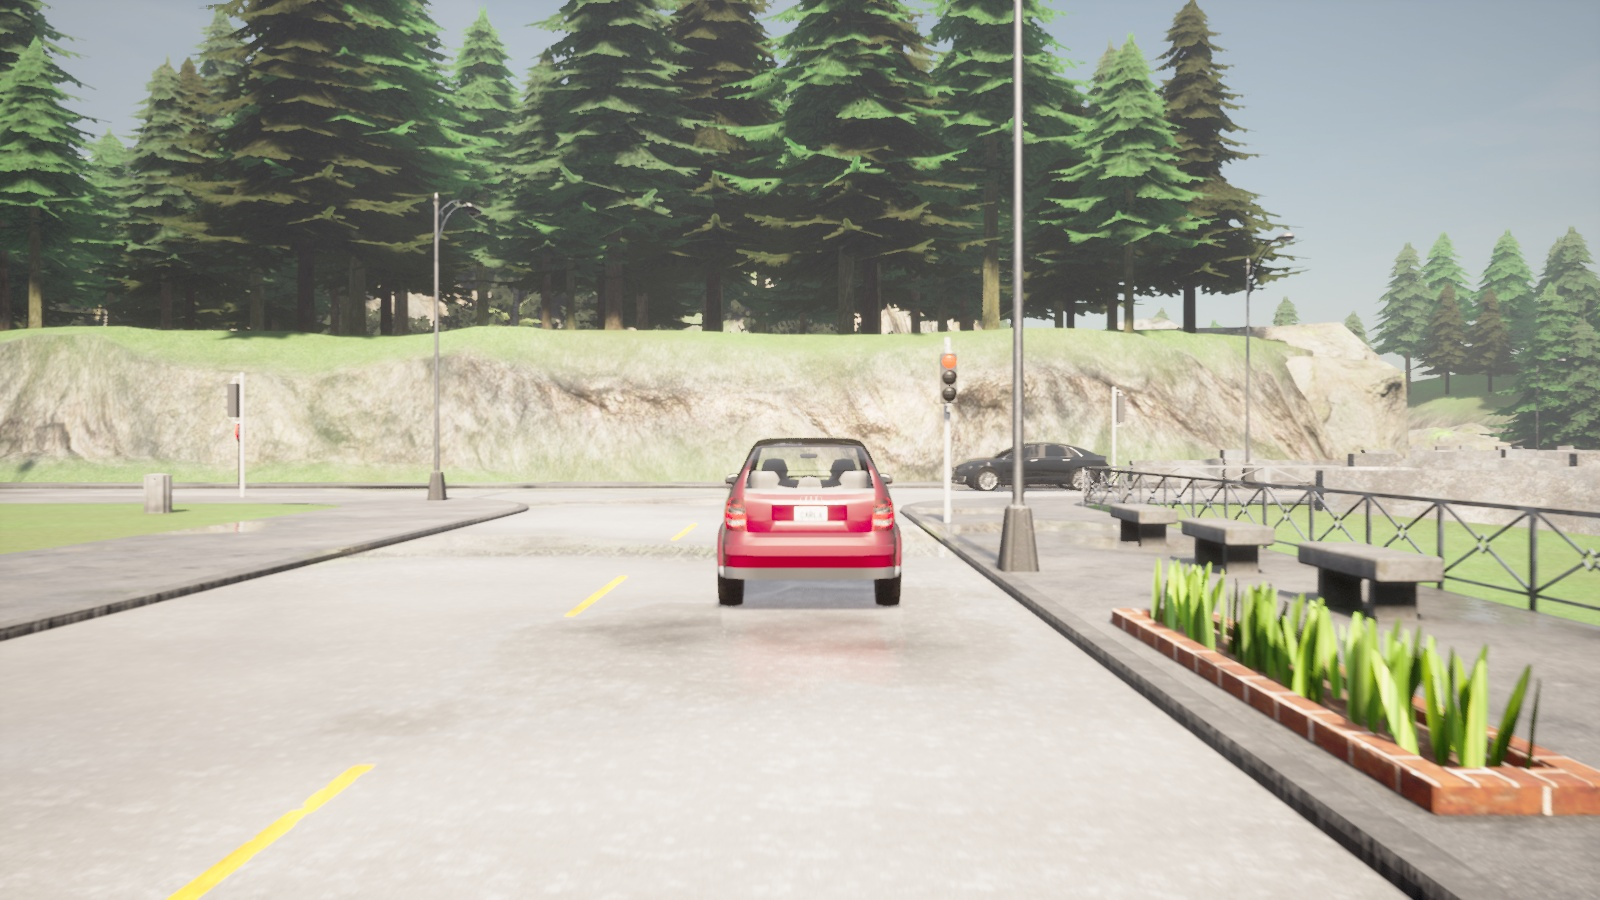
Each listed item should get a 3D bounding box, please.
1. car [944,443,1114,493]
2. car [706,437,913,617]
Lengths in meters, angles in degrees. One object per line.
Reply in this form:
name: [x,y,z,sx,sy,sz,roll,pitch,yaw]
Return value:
car: [7.008,0.539,38.713,4.892,1.490,1.837,0,0,-2]
car: [0.089,0.654,12.668,1.789,1.549,3.705,0,0,0]
